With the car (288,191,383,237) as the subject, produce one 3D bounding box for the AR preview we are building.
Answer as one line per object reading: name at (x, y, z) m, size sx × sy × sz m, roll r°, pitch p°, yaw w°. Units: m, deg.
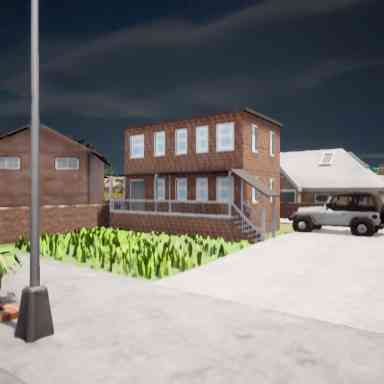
car at (6.274, 0.919, 14.177) m, size 3.866 × 1.878 × 1.905 m, roll 0°, pitch 0°, yaw 36°
